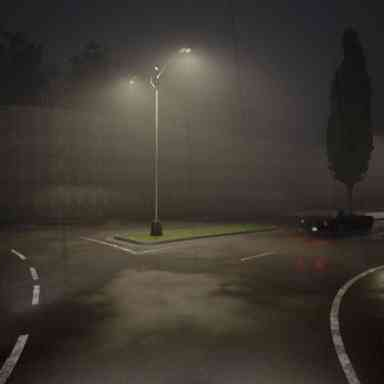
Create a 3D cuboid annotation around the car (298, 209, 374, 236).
[{"bbox_3d":[8.032,1.598,18.285,4.718,1.301,1.895,0,0,-37],"label":"car"}]
